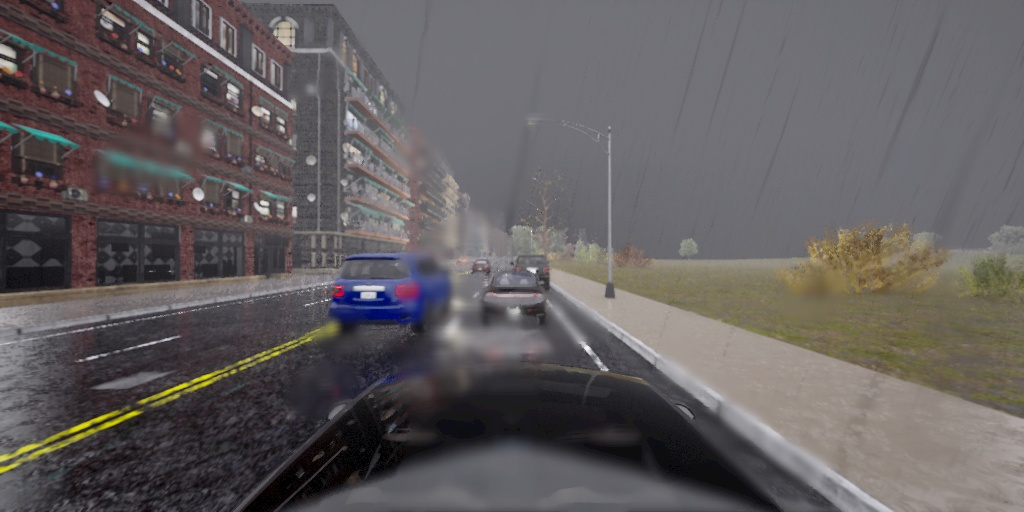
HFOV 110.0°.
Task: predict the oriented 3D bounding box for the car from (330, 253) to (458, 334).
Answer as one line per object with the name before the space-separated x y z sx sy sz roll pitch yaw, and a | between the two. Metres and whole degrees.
car | -3.173 0.940 10.593 2.150 2.045 5.566 0 0 0

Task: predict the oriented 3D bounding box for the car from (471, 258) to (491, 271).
car | -3.260 1.136 38.903 1.812 1.442 4.674 0 0 0

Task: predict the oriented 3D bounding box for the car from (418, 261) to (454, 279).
car | -6.691 1.183 32.189 2.033 1.411 5.357 0 0 0

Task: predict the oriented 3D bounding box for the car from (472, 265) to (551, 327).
car | 0.074 1.206 11.412 2.128 1.511 4.902 0 0 0

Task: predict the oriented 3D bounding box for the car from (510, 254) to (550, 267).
car | 1.080 0.902 21.637 2.150 2.045 5.566 0 0 0
